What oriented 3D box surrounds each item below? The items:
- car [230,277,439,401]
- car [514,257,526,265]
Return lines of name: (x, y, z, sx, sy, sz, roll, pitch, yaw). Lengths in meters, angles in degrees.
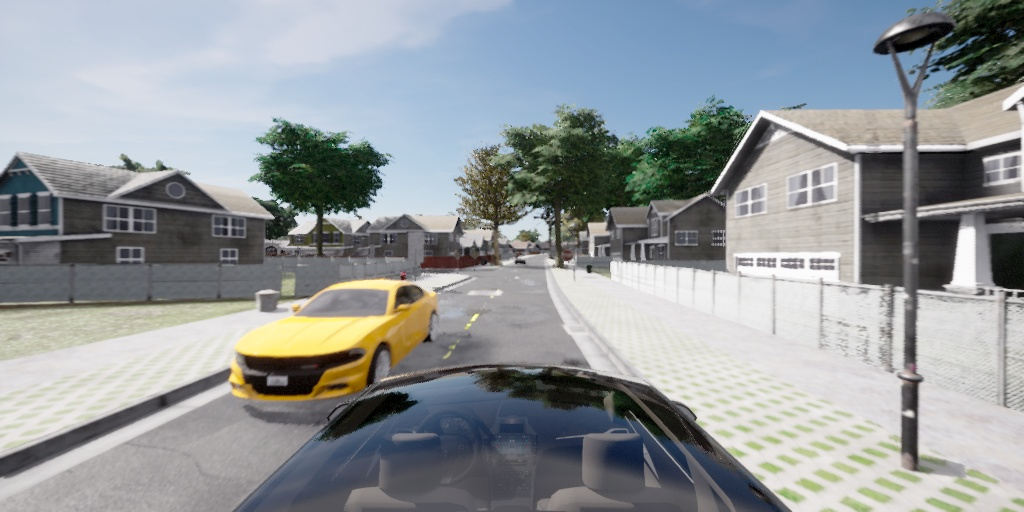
car: (-2.741, 1.208, 6.777, 1.882, 1.535, 5.008, 0, 0, 1)
car: (1.435, 0.867, 61.811, 1.895, 1.301, 4.718, 0, 1, 5)
